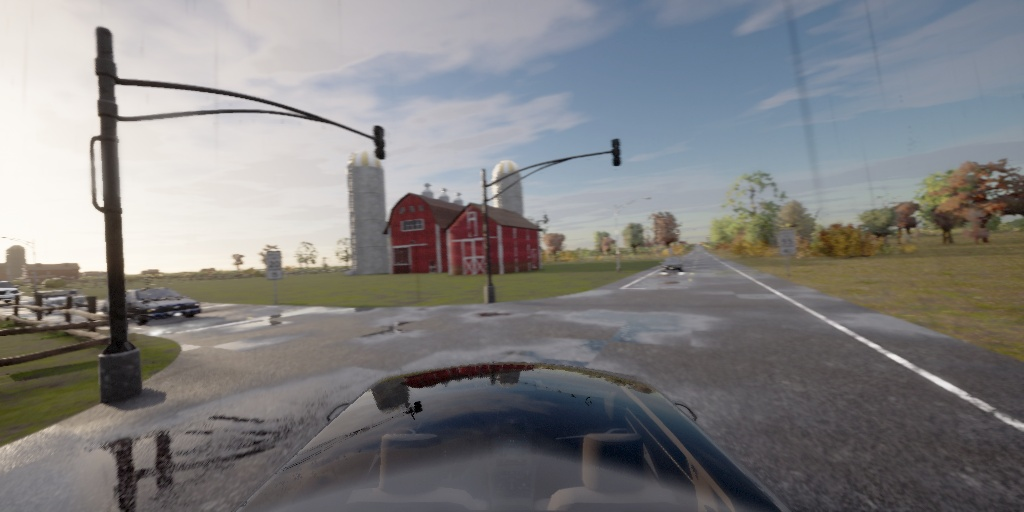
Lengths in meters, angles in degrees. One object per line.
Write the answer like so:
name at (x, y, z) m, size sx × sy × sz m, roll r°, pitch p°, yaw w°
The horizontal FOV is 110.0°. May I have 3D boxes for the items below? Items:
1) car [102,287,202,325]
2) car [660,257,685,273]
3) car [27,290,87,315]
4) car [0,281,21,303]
car at (-16.183, 2.139, 16.023) m, size 5.357 × 1.411 × 2.033 m, roll -3°, pitch 0°, yaw 27°
car at (16.138, 0.841, 35.964) m, size 1.837 × 1.490 × 4.892 m, roll -3°, pitch 0°, yaw 28°
car at (-27.394, 2.736, 21.821) m, size 4.718 × 1.301 × 1.895 m, roll -3°, pitch 0°, yaw 27°
car at (-44.335, 3.177, 30.646) m, size 5.566 × 2.045 × 2.150 m, roll -3°, pitch 0°, yaw 28°
